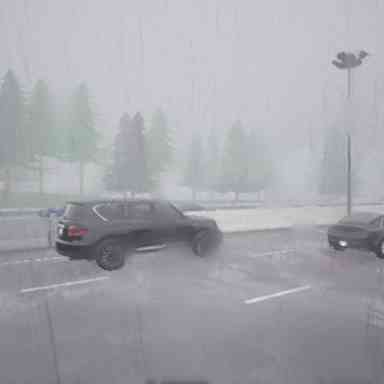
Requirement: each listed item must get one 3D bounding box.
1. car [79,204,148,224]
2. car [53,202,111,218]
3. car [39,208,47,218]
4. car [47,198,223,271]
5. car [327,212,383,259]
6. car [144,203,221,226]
[{"bbox_3d":[-5.921,1.615,25.271,4.718,1.301,1.895,0,0,-33],"label":"car"},{"bbox_3d":[-10.159,1.616,30.859,4.718,1.301,1.895,0,0,-33],"label":"car"},{"bbox_3d":[-9.690,1.490,26.964,5.008,1.535,1.882,0,0,-34],"label":"car"},{"bbox_3d":[-1.574,1.228,11.133,5.566,2.045,2.150,0,0,-34],"label":"car"},{"bbox_3d":[7.242,1.517,12.713,4.892,1.490,1.837,0,0,-32],"label":"car"},{"bbox_3d":[-0.646,1.564,24.492,5.357,1.411,2.033,0,0,-32],"label":"car"}]
